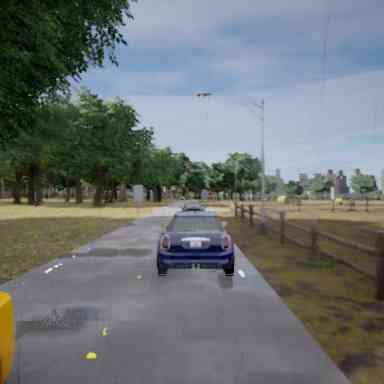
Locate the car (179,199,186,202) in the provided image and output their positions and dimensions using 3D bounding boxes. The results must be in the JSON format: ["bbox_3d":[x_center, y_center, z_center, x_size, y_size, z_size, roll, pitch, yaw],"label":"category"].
[{"bbox_3d":[0.096,1.572,25.901,1.837,1.490,4.892,0,0,0],"label":"car"}]

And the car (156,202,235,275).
[{"bbox_3d":[0.096,1.371,10.666,2.097,1.767,4.553,0,0,0],"label":"car"}]

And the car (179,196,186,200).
[{"bbox_3d":[-2.760,1.959,95.281,1.882,1.535,5.008,0,-1,0],"label":"car"}]

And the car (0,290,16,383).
[{"bbox_3d":[-2.852,1.480,1.566,1.882,1.535,5.008,0,0,0],"label":"car"}]

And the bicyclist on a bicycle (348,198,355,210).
[{"bbox_3d":[19.910,1.534,41.615,0.582,1.620,1.656,0,0,0],"label":"bicyclist on a bicycle"}]
